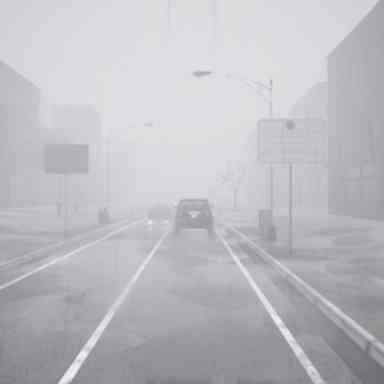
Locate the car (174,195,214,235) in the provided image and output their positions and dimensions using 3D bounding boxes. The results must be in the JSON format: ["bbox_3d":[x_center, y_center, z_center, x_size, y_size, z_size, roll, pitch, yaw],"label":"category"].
[{"bbox_3d":[0.091,1.375,19.978,2.150,2.045,5.566,0,-1,0],"label":"car"}]

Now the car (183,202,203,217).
[{"bbox_3d":[0.106,1.930,38.508,2.128,1.511,4.902,0,-1,0],"label":"car"}]

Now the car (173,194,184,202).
[{"bbox_3d":[-2.989,1.375,72.895,2.128,1.511,4.902,0,2,0],"label":"car"}]

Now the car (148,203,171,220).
[{"bbox_3d":[-3.090,1.856,32.340,1.837,1.490,4.892,0,-1,0],"label":"car"}]
